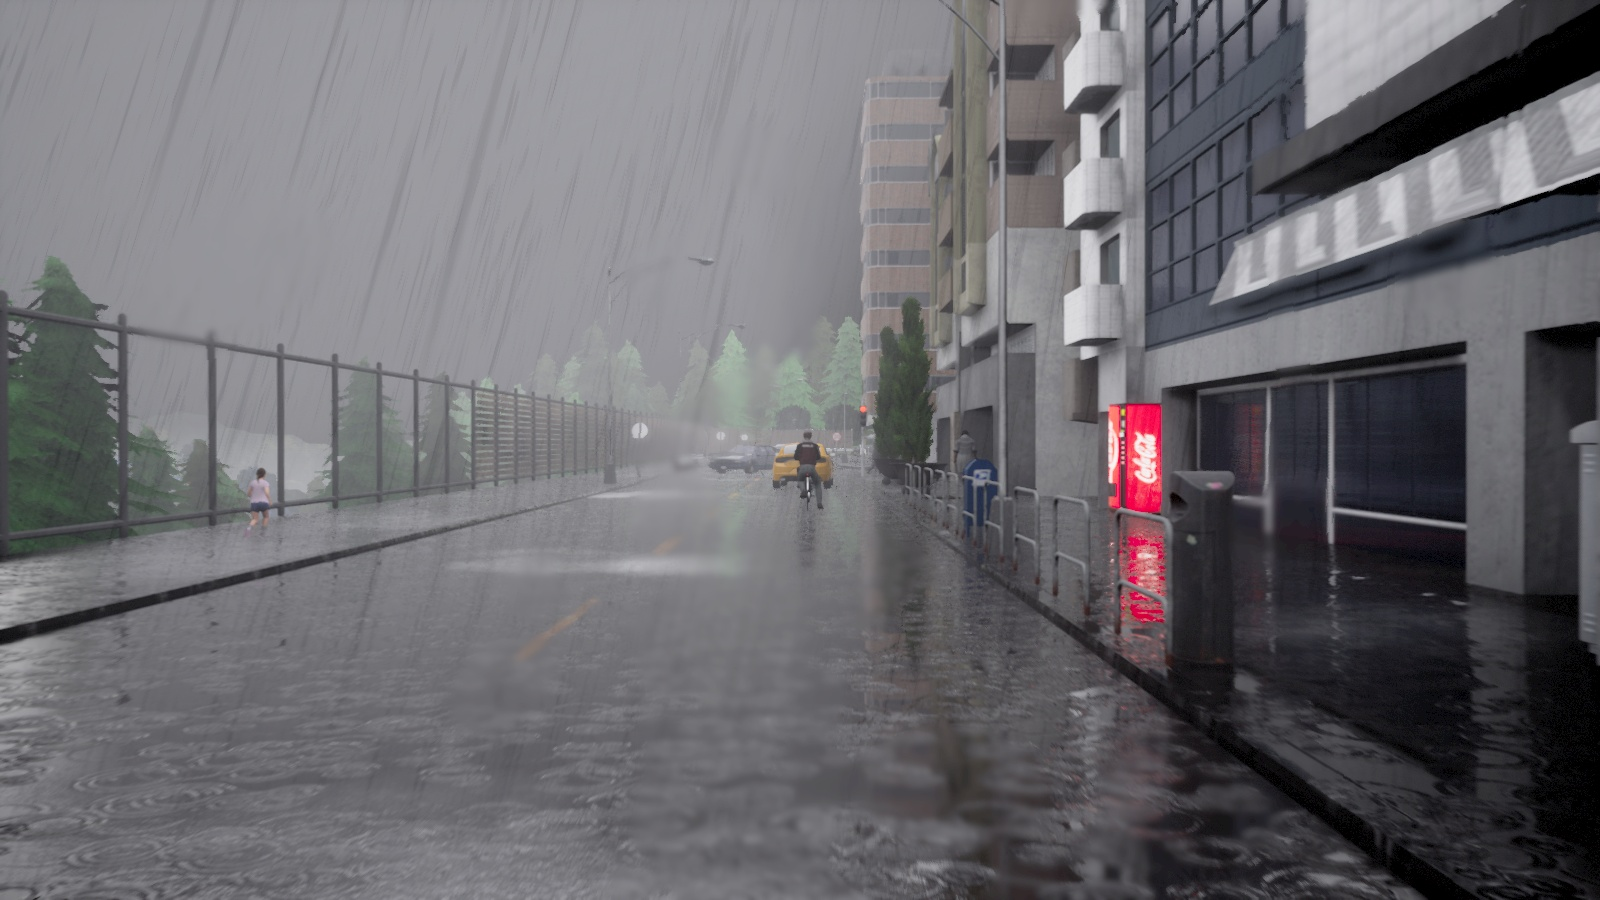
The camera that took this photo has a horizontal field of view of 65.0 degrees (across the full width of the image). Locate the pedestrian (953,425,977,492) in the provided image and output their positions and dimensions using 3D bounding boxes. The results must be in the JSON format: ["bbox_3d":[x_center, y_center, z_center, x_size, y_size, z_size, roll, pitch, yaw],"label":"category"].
[{"bbox_3d":[4.917,0.248,37.358,0.659,1.952,0.873,0,0,9],"label":"pedestrian"}]

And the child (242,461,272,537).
[{"bbox_3d":[-8.086,0.724,18.703,0.255,1.110,0.394,0,0,1],"label":"child"}]

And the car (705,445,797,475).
[{"bbox_3d":[-2.370,0.442,62.122,2.033,1.411,5.357,0,0,30],"label":"car"}]

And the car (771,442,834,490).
[{"bbox_3d":[0.147,0.485,42.403,1.882,1.535,5.008,0,0,3],"label":"car"}]
